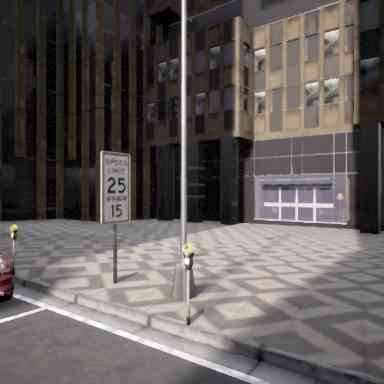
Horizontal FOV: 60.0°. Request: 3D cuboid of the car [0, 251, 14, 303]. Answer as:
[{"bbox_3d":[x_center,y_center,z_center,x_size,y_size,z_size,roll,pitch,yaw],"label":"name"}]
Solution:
[{"bbox_3d":[-5.532,1.440,6.909,4.097,1.590,1.967,0,0,36],"label":"car"}]
